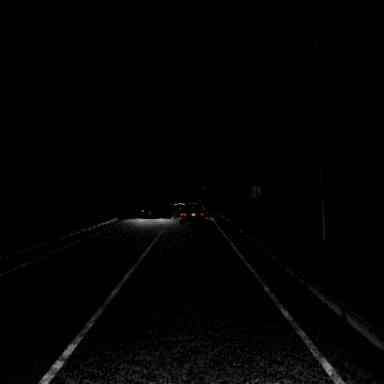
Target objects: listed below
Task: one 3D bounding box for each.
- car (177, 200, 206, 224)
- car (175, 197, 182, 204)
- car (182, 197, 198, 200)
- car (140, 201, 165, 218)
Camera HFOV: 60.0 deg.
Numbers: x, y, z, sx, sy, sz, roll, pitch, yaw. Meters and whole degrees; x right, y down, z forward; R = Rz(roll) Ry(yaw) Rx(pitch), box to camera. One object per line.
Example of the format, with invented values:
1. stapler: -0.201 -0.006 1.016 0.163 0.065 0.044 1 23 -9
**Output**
1. car: 0.097 1.620 25.255 2.033 1.411 5.357 0 0 0
2. car: -2.489 1.752 71.666 2.033 1.411 5.357 -1 0 6
3. car: 0.095 1.614 42.750 2.128 1.511 4.902 0 0 0
4. car: -3.600 1.593 31.021 1.837 1.490 4.892 0 0 0
